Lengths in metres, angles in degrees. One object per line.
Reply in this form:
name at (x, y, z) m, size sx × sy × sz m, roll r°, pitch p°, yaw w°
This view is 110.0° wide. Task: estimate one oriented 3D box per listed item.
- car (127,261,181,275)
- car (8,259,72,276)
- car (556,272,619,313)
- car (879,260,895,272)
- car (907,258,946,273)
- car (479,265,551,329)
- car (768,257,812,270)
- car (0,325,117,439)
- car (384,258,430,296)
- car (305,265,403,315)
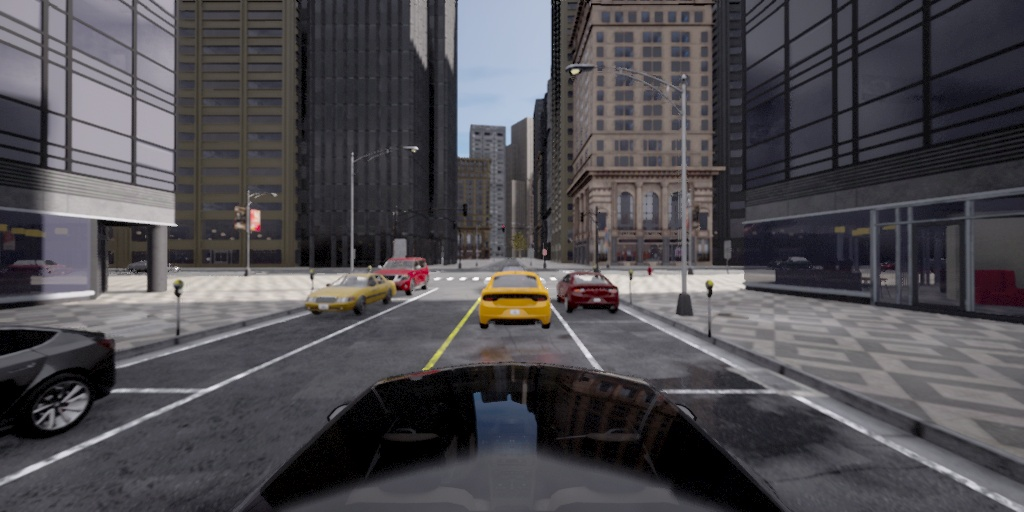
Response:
car at (-39.478, 1.268, 39.608) m, size 4.902 × 1.511 × 2.128 m, roll 0°, pitch 0°, yaw 0°
car at (-47.855, 1.145, 36.428) m, size 4.553 × 1.767 × 2.097 m, roll 0°, pitch 0°, yaw 1°
car at (2.711, 1.255, 13.618) m, size 1.888 × 1.381 × 4.507 m, roll 0°, pitch 0°, yaw 0°
car at (43.045, 1.120, 39.386) m, size 4.718 × 1.301 × 1.895 m, roll 0°, pitch 0°, yaw 1°
car at (43.107, 0.992, 36.136) m, size 4.902 × 1.511 × 2.128 m, roll 0°, pitch 0°, yaw 1°
car at (0.101, 1.195, 11.162) m, size 1.882 × 1.535 × 5.008 m, roll 0°, pitch 0°, yaw 1°
car at (35.575, 0.919, 46.028) m, size 4.553 × 1.767 × 2.097 m, roll 0°, pitch 0°, yaw 0°
car at (-5.856, 1.312, 2.736) m, size 1.948 × 1.339 × 4.313 m, roll 0°, pitch 0°, yaw 0°
car at (-5.793, 1.011, 19.113) m, size 2.192 × 1.841 × 5.009 m, roll 0°, pitch 0°, yaw 0°
car at (-5.815, 1.235, 13.483) m, size 1.751 × 1.417 × 4.829 m, roll 0°, pitch 0°, yaw 0°
